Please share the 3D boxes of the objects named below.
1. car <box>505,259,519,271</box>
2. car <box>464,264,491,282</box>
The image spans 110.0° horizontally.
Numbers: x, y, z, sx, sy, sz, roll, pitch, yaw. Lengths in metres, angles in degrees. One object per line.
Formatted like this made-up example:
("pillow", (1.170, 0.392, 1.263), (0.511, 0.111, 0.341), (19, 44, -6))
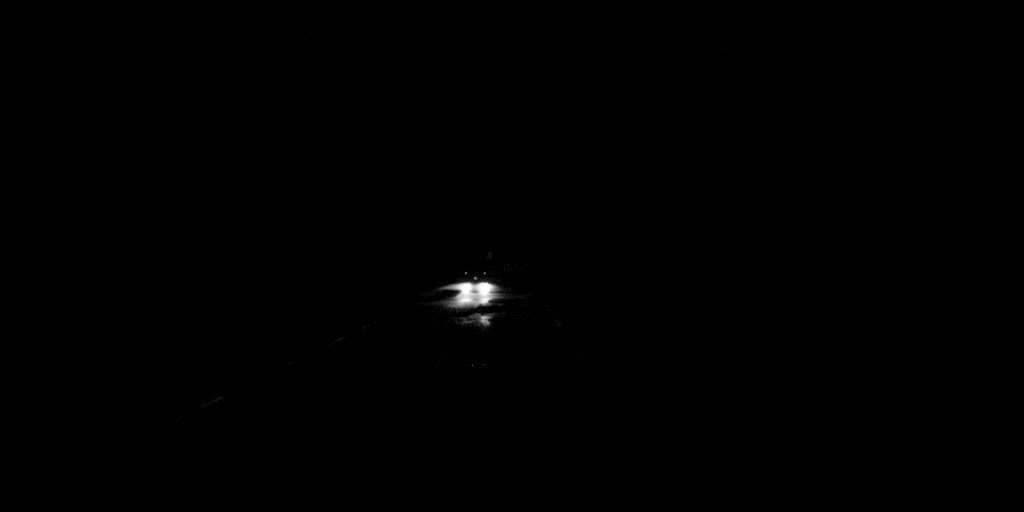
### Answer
("car", (0.007, 1.327, 51.049), (2.033, 1.411, 5.357), (0, 0, 0))
("car", (-2.758, 1.366, 29.334), (1.895, 1.301, 4.718), (0, 0, 0))
